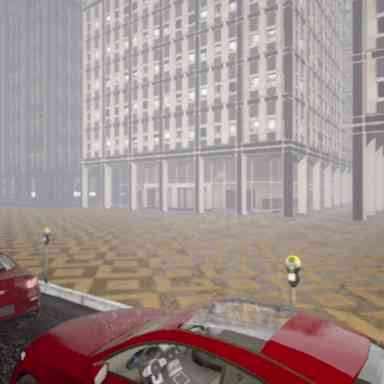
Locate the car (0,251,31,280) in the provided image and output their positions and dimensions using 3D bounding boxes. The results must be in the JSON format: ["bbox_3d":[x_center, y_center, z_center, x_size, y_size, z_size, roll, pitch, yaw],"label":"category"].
[{"bbox_3d":[-4.386,1.566,6.002,4.206,1.307,1.802,0,0,35],"label":"car"}]

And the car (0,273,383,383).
[{"bbox_3d":[0.200,1.579,2.732,4.206,1.307,1.802,0,0,35],"label":"car"}]
